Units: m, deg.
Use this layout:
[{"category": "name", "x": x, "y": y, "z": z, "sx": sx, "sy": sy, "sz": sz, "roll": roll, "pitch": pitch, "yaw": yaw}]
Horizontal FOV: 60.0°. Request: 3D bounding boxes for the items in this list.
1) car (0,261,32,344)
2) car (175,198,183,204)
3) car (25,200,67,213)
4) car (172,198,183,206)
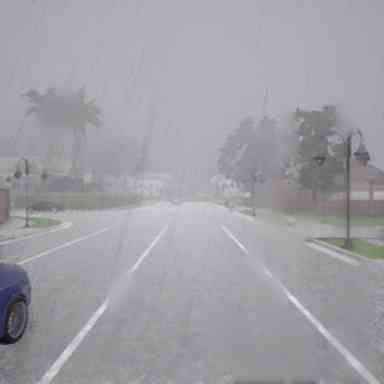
[{"category": "car", "x": -3.582, "y": 1.568, "z": 3.843, "sx": 1.812, "sy": 1.442, "sz": 4.674, "roll": 0, "pitch": -1, "yaw": 0}, {"category": "car", "x": -3.524, "y": 2.474, "z": 90.900, "sx": 2.128, "sy": 1.511, "sz": 4.902, "roll": 0, "pitch": -1, "yaw": 0}, {"category": "car", "x": -17.843, "y": 1.795, "z": 40.596, "sx": 4.892, "sy": 1.490, "sz": 1.837, "roll": 0, "pitch": -1, "yaw": 4}, {"category": "car", "x": -3.520, "y": 2.318, "z": 75.608, "sx": 1.812, "sy": 1.442, "sz": 4.674, "roll": 0, "pitch": -1, "yaw": 0}]
